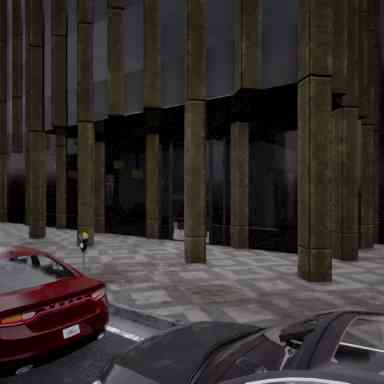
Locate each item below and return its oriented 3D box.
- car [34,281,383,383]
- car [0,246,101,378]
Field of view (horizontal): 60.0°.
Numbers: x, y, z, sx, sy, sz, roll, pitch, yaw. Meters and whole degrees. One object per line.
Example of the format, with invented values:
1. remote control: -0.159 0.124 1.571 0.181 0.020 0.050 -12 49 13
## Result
1. car: 1.155 1.551 2.139 4.403 1.369 2.008 0 0 36
2. car: -3.264 1.544 5.309 4.507 1.381 1.887 0 0 36
